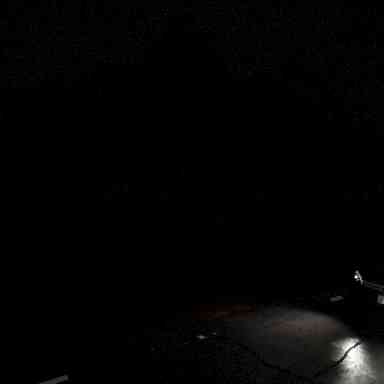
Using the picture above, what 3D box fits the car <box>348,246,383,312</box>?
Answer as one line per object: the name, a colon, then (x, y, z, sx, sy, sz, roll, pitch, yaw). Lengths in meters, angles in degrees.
car: (5.157, 1.550, 6.750, 4.674, 1.442, 1.812, 0, 0, -33)
